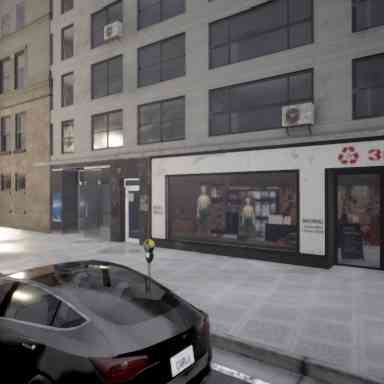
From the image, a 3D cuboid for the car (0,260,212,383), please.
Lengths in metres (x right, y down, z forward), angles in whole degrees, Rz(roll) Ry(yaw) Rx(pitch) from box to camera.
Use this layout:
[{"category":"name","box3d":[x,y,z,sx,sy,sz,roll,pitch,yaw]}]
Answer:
[{"category":"car","box3d":[-1.775,1.566,4.234,4.313,1.339,1.947,0,0,36]}]
